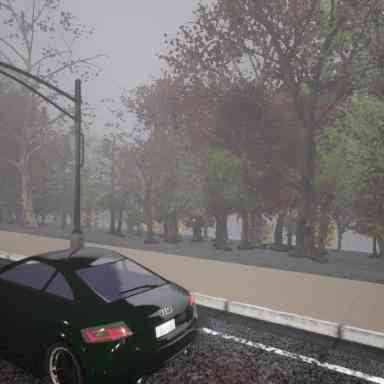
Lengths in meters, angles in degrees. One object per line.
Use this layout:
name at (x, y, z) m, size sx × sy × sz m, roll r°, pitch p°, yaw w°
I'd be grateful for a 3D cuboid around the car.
car at (-1.939, 1.563, 5.069) m, size 4.181 × 1.385 × 1.994 m, roll 0°, pitch 0°, yaw 36°
